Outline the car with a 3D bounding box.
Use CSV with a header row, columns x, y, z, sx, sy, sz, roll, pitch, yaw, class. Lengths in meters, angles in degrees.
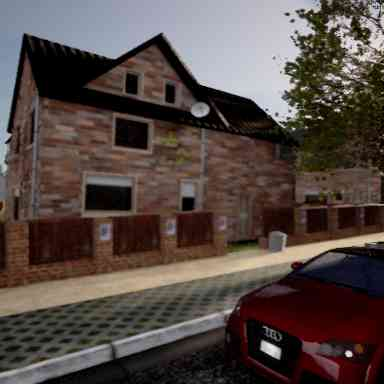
x,y,z,sx,sy,sz,roll,pitch,yaw,class
2.494,1.554,4.822,4.181,1.385,1.994,0,0,-35,car
